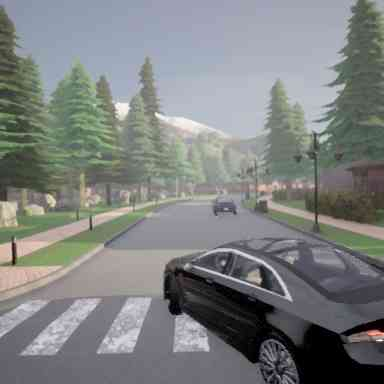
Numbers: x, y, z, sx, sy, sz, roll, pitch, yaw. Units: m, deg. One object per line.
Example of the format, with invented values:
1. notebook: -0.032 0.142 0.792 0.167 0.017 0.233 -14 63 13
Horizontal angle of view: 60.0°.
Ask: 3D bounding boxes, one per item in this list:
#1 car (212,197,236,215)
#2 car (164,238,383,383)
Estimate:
1. car: 2.730 1.154 28.693 1.812 1.442 4.674 -1 1 1
2. car: 1.086 1.472 5.119 2.128 1.511 4.902 -2 0 -26
